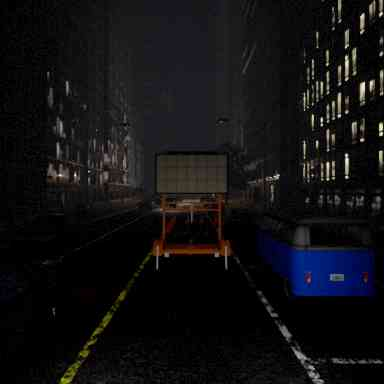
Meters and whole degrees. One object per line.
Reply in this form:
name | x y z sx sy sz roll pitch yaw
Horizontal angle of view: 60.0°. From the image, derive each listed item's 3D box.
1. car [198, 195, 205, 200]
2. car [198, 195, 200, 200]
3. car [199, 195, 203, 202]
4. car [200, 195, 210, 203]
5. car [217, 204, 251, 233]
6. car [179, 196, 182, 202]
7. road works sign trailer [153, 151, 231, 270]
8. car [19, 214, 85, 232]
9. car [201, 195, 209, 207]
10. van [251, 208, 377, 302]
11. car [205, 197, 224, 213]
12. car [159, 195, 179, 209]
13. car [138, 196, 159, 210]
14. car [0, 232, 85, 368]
car | 2.638 1.462 93.390 1.887 1.381 4.507 0 0 0
car | 2.654 1.410 64.928 1.967 1.590 4.097 0 0 0
car | 2.660 1.538 53.543 2.008 1.369 4.403 0 0 0
car | 2.650 1.401 70.620 1.967 1.590 4.097 0 0 0
car | 2.679 1.581 19.388 1.802 1.307 4.206 0 0 0
car | -3.041 1.486 70.505 1.812 1.442 4.674 0 0 0
road works sign trailer | -0.006 0.464 11.021 2.380 3.560 2.880 0 0 0
car | -5.699 1.581 13.693 1.802 1.307 4.206 0 0 0
car | 2.663 1.544 47.850 2.008 1.369 4.403 0 0 0
van | 2.686 1.341 8.004 1.690 1.788 3.998 0 0 0
car | 2.669 1.581 36.466 1.802 1.307 4.206 0 0 0
car | -3.126 1.500 45.402 1.837 1.490 4.892 0 0 0
car | -5.715 1.548 42.157 2.008 1.369 4.403 0 0 0
car | -3.102 1.547 3.847 2.033 1.411 5.357 0 0 0
